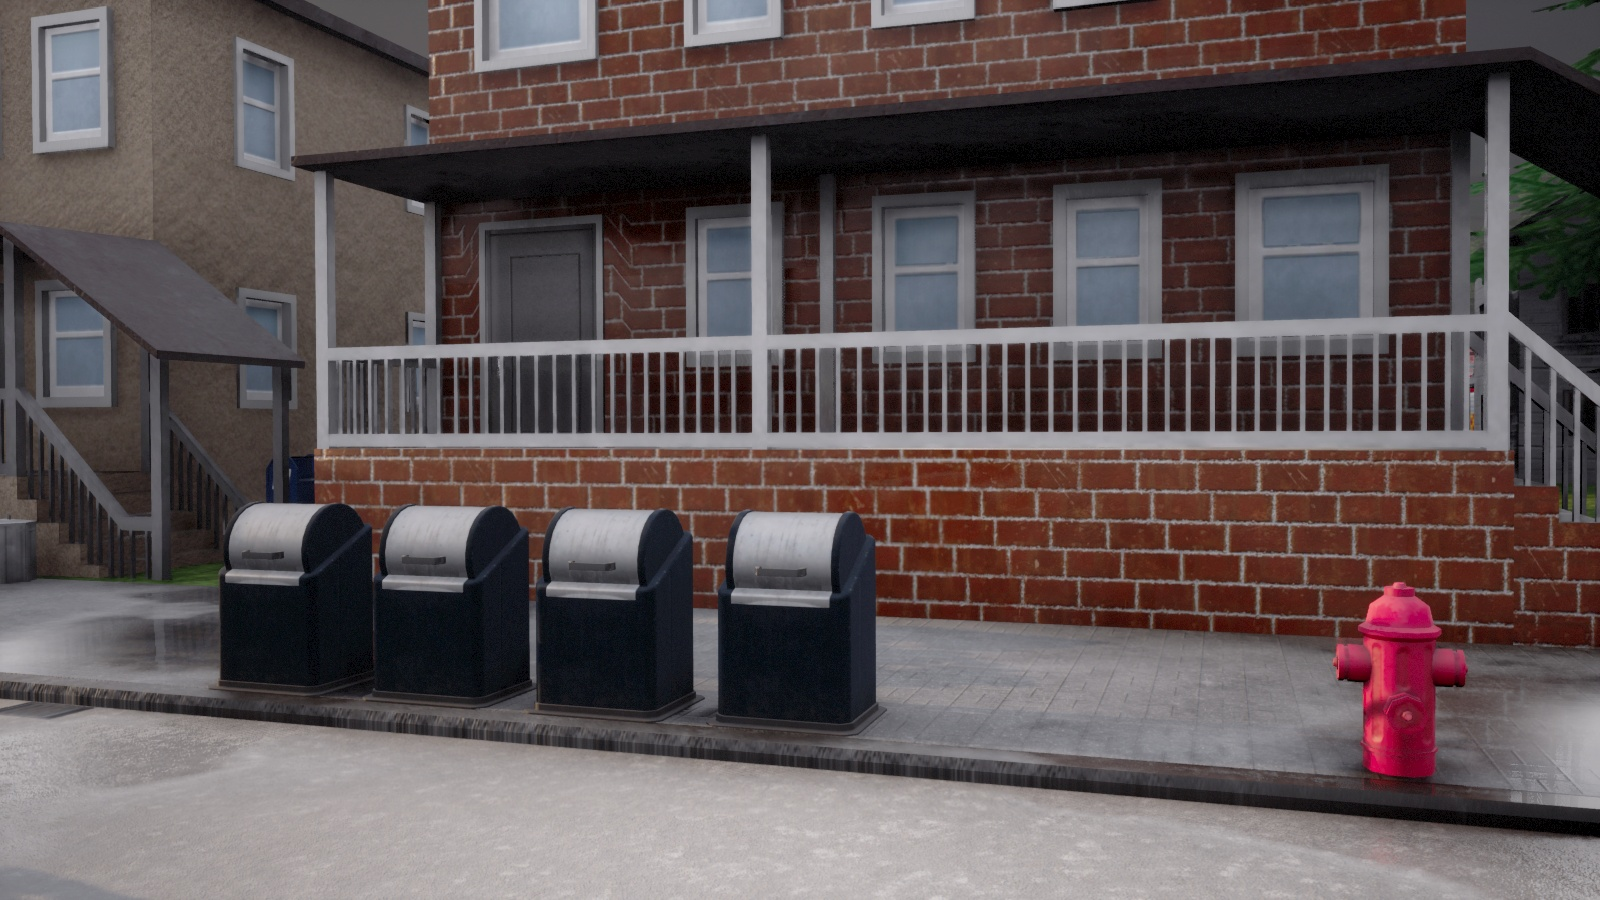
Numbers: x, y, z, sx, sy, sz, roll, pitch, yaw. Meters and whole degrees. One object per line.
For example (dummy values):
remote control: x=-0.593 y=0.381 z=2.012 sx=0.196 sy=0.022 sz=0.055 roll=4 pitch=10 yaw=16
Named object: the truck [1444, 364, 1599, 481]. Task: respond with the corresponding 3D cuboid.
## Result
truck: x=26.759 y=-0.918 z=42.503 sx=8.468 sy=3.827 sz=2.891 roll=1 pitch=1 yaw=18
